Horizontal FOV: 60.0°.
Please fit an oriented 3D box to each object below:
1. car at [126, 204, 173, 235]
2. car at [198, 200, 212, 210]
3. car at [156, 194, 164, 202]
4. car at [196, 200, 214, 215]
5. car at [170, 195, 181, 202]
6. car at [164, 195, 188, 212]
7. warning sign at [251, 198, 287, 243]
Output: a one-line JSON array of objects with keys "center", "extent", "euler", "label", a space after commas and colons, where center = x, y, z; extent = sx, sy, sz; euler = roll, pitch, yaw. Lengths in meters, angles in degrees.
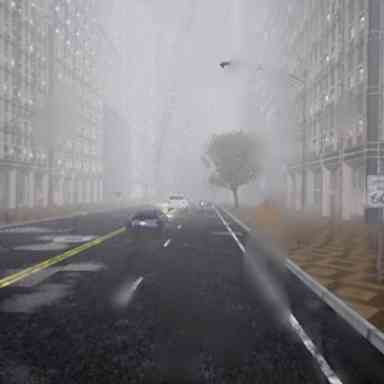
[{"center": [-2.477, 1.613, 19.252], "extent": [1.994, 1.385, 4.181], "euler": [1, 0, 2], "label": "car"}, {"center": [1.887, 1.810, 48.721], "extent": [1.895, 1.301, 4.718], "euler": [1, 0, 2], "label": "car"}, {"center": [-6.950, 1.338, 75.506], "extent": [2.097, 1.767, 4.553], "euler": [1, 0, 2], "label": "car"}, {"center": [1.418, 1.702, 36.228], "extent": [2.033, 1.411, 5.357], "euler": [1, 0, 2], "label": "car"}, {"center": [-3.705, 1.514, 75.353], "extent": [1.837, 1.490, 4.892], "euler": [1, 0, 2], "label": "car"}, {"center": [-1.687, 1.362, 40.512], "extent": [2.150, 2.045, 5.566], "euler": [1, 0, 2], "label": "car"}, {"center": [3.374, 1.206, 14.644], "extent": [1.300, 1.860, 1.060], "euler": [2, 1, 2], "label": "warning sign"}]
